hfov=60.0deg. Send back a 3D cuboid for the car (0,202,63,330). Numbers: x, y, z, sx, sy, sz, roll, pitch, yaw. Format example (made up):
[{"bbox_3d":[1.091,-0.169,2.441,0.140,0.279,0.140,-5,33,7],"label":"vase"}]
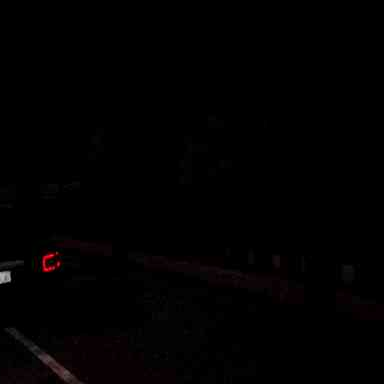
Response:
[{"bbox_3d":[-4.484,1.202,6.107,5.566,2.045,2.150,0,0,42],"label":"car"}]
